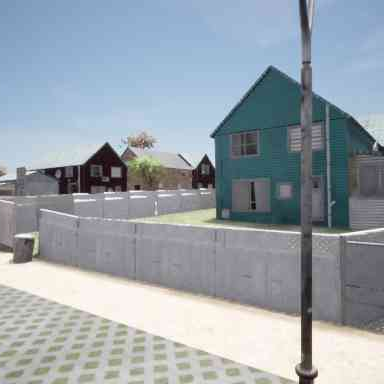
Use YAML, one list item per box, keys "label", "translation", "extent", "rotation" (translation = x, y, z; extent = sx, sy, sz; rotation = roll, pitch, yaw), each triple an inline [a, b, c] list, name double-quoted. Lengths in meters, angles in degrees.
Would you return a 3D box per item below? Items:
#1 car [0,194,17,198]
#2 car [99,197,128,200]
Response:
- label: "car"
  translation: [-12.737, 1.067, 21.437]
  extent: [2.097, 1.767, 4.553]
  rotation: [-1, 1, 37]
- label: "car"
  translation: [-6.960, 0.953, 29.497]
  extent: [1.837, 1.490, 4.892]
  rotation: [-1, 0, 35]
